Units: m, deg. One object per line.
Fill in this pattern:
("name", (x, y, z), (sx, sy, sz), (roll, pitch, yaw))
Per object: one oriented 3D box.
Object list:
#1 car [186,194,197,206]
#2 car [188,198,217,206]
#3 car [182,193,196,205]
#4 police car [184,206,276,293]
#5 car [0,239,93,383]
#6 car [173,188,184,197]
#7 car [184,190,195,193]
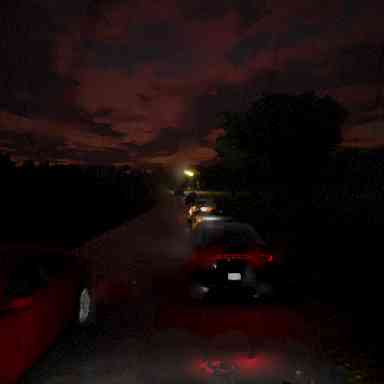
("car", (0.800, 1.243, 24.862), (2.097, 1.767, 4.553), (0, 0, 0))
("car", (0.806, 1.393, 19.081), (1.801, 1.575, 5.366), (0, 0, 0))
("car", (-0.003, 1.211, 46.601), (1.895, 1.301, 4.718), (0, 1, 1))
("police car", (0.816, 1.414, 9.001), (1.930, 1.638, 5.238), (0, 0, 0))
("car", (-2.754, 1.479, 4.185), (1.882, 1.535, 5.008), (0, 0, 0))
("car", (-2.819, 0.074, 73.101), (2.150, 2.045, 5.566), (0, 2, 0))
("car", (-0.062, 0.660, 65.706), (2.033, 1.411, 5.357), (0, 2, 0))
